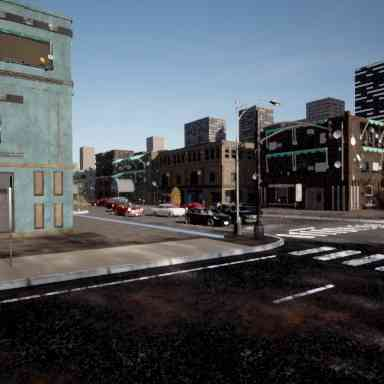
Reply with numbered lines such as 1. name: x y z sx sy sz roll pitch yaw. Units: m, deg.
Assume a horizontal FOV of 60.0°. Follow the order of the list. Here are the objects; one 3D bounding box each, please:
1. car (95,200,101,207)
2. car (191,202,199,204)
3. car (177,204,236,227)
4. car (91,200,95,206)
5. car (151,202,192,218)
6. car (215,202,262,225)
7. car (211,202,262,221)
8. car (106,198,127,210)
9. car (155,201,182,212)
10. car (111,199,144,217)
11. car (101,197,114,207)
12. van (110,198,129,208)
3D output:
1. car: -16.141 1.939 63.662 2.192 1.841 5.009 -1 0 -36
2. car: -0.044 1.903 41.146 1.802 1.307 4.206 -2 0 -36
3. car: 1.107 1.814 24.910 1.947 1.339 4.313 -2 0 -36
4. car: -19.354 2.227 68.165 1.887 1.381 4.507 -1 0 -36
5. car: -2.360 1.934 34.443 1.895 1.301 4.718 -1 0 -36
6. car: 3.395 1.724 26.434 1.837 1.490 4.892 -1 0 -34
7. car: 4.031 1.730 30.980 1.837 1.490 4.892 -1 0 -35
8. car: -9.194 1.943 44.030 1.882 1.535 5.008 -1 0 -35
9. car: -3.262 1.965 45.648 1.802 1.307 4.206 -2 0 -36
10. car: -6.865 1.846 36.271 1.967 1.590 4.097 -1 0 -36
11. car: -12.427 2.034 54.031 2.128 1.511 4.902 -1 0 -36
12. van: -12.922 1.906 59.159 1.690 1.788 3.998 -1 0 -36
